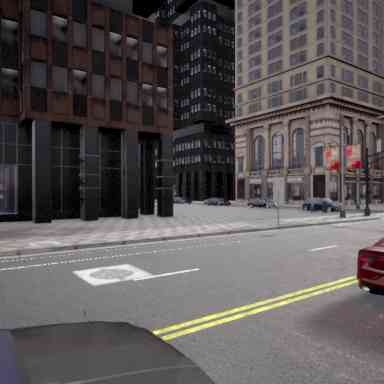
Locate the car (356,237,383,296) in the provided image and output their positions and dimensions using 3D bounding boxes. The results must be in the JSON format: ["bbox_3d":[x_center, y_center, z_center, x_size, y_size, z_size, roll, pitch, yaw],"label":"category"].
[{"bbox_3d":[5.708,1.477,7.516,5.008,1.535,1.882,0,0,-36],"label":"car"}]

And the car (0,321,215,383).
[{"bbox_3d":[-2.306,1.548,1.799,5.357,1.411,2.033,0,0,-35],"label":"car"}]

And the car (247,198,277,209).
[{"bbox_3d":[9.688,1.526,45.386,2.128,1.511,4.902,0,0,-35],"label":"car"}]

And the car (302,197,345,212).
[{"bbox_3d":[14.966,1.376,37.922,2.097,1.767,4.553,0,0,-35],"label":"car"}]

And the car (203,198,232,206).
[{"bbox_3d":[3.995,1.594,53.451,2.033,1.411,5.357,0,0,-35],"label":"car"}]

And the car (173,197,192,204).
[{"bbox_3d":[-2.118,1.608,62.157,2.033,1.411,5.357,0,0,-35],"label":"car"}]
